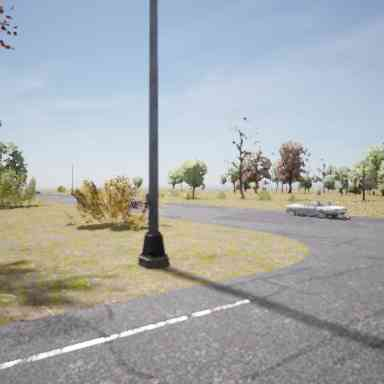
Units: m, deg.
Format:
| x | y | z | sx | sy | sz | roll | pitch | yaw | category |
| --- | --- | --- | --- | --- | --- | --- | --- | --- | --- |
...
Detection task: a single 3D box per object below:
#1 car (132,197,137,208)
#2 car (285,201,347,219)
| x | y | z | sx | sy | sz | roll | pitch | yaw | category |
| --- | --- | --- | --- | --- | --- | --- | --- | --- | --- |
| -7.063 | 1.232 | 39.421 | 1.895 | 1.301 | 4.718 | -1 | 1 | -35 | car |
| 10.043 | 1.387 | 27.314 | 1.895 | 1.301 | 4.718 | -1 | 1 | -35 | car |
